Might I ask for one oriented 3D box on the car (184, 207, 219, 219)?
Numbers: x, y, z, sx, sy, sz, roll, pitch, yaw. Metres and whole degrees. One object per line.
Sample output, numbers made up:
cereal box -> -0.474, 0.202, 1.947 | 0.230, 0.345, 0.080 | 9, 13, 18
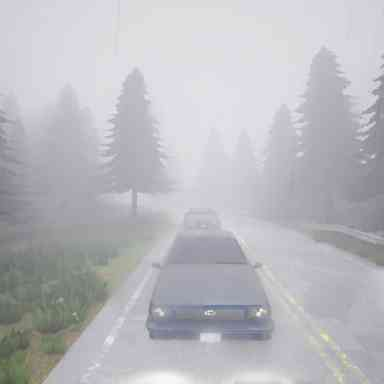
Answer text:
car -> 0.519, 1.584, 19.260 | 1.994, 1.385, 4.181 | 0, 0, -2

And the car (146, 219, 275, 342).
car -> 0.302, 1.558, 7.101 | 2.033, 1.411, 5.357 | 0, 0, 1
